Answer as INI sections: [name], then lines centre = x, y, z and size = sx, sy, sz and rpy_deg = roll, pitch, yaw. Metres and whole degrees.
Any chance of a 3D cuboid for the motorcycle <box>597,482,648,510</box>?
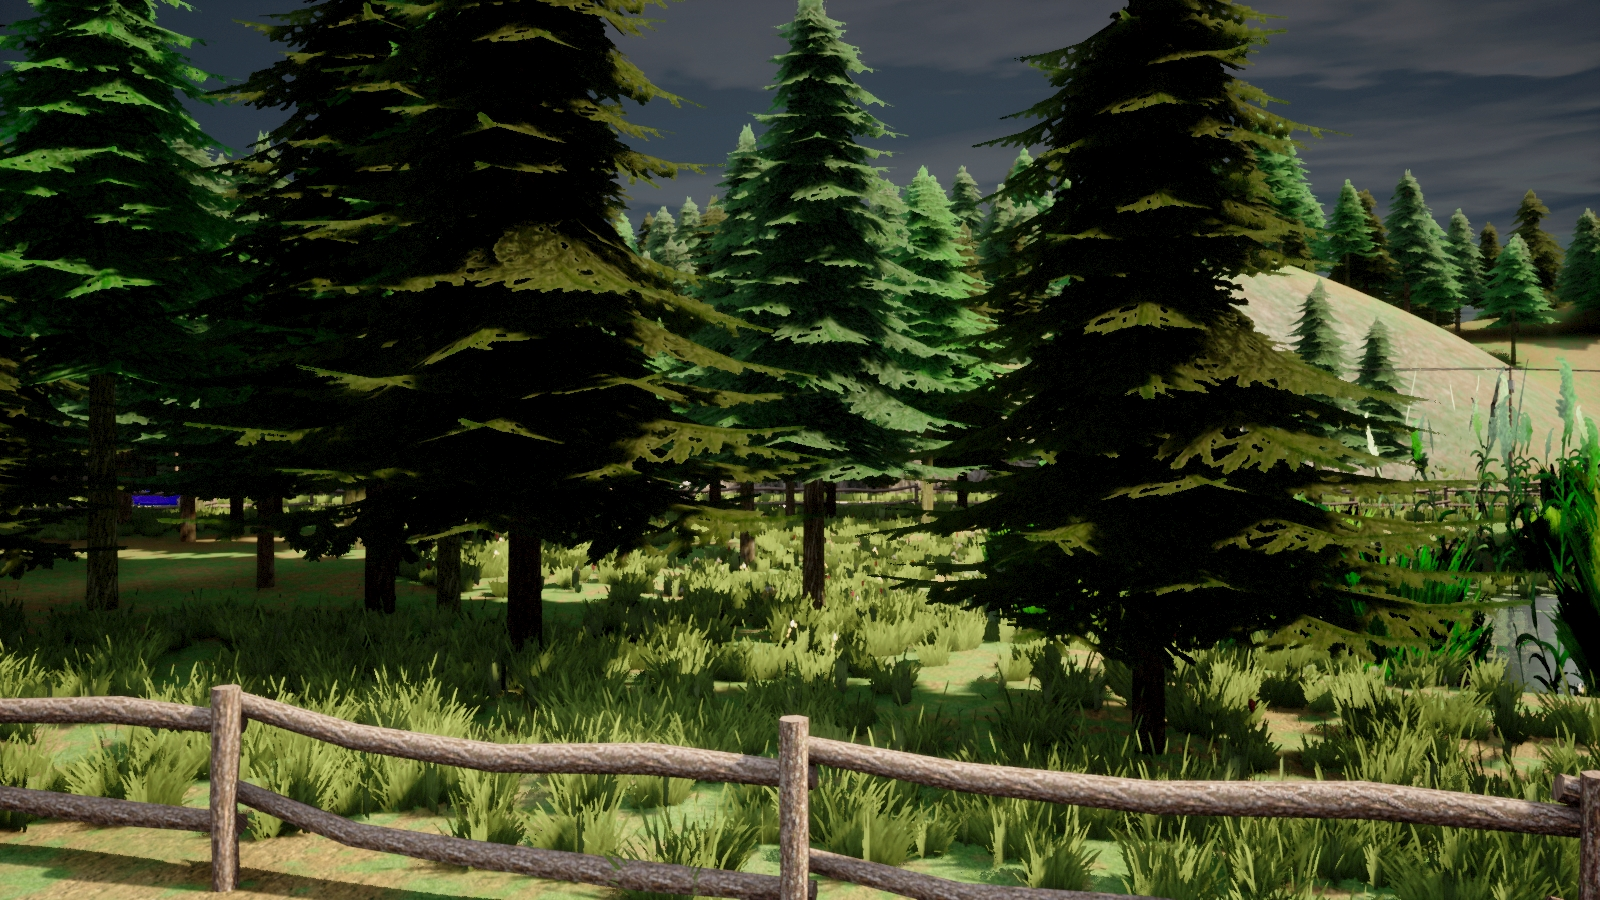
[motorcycle]
centre = -8.417, 2.178, 54.101
size = 2.209, 1.251, 0.867
rpy_deg = 0, 0, 14
